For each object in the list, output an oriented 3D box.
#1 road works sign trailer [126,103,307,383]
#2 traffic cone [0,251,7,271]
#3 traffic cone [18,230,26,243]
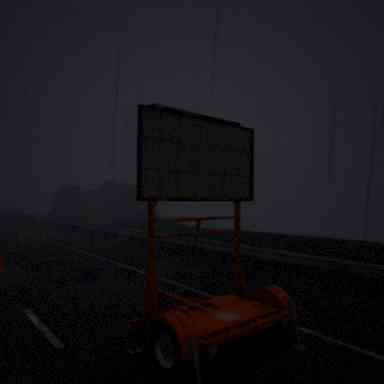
[{"bbox_3d":[0.007,0.545,5.432,2.380,3.560,2.880,1,-1,-40],"label":"road works sign trailer"},{"bbox_3d":[-5.673,2.018,9.791,0.340,0.580,0.340,1,-1,-40],"label":"traffic cone"},{"bbox_3d":[-8.026,2.065,15.662,0.340,0.580,0.340,1,-1,-40],"label":"traffic cone"}]
